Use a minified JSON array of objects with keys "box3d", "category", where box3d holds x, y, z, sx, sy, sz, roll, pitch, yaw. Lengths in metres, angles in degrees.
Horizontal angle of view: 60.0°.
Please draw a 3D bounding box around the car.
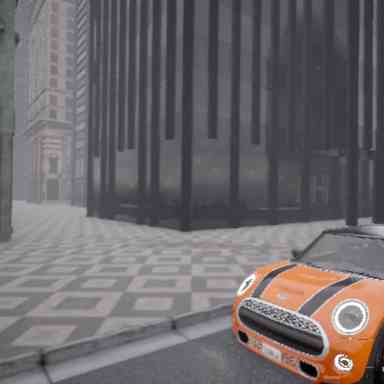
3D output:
[{"box3d":[2.803,1.378,5.377,4.553,1.767,2.097,0,0,-35],"category":"car"}]
